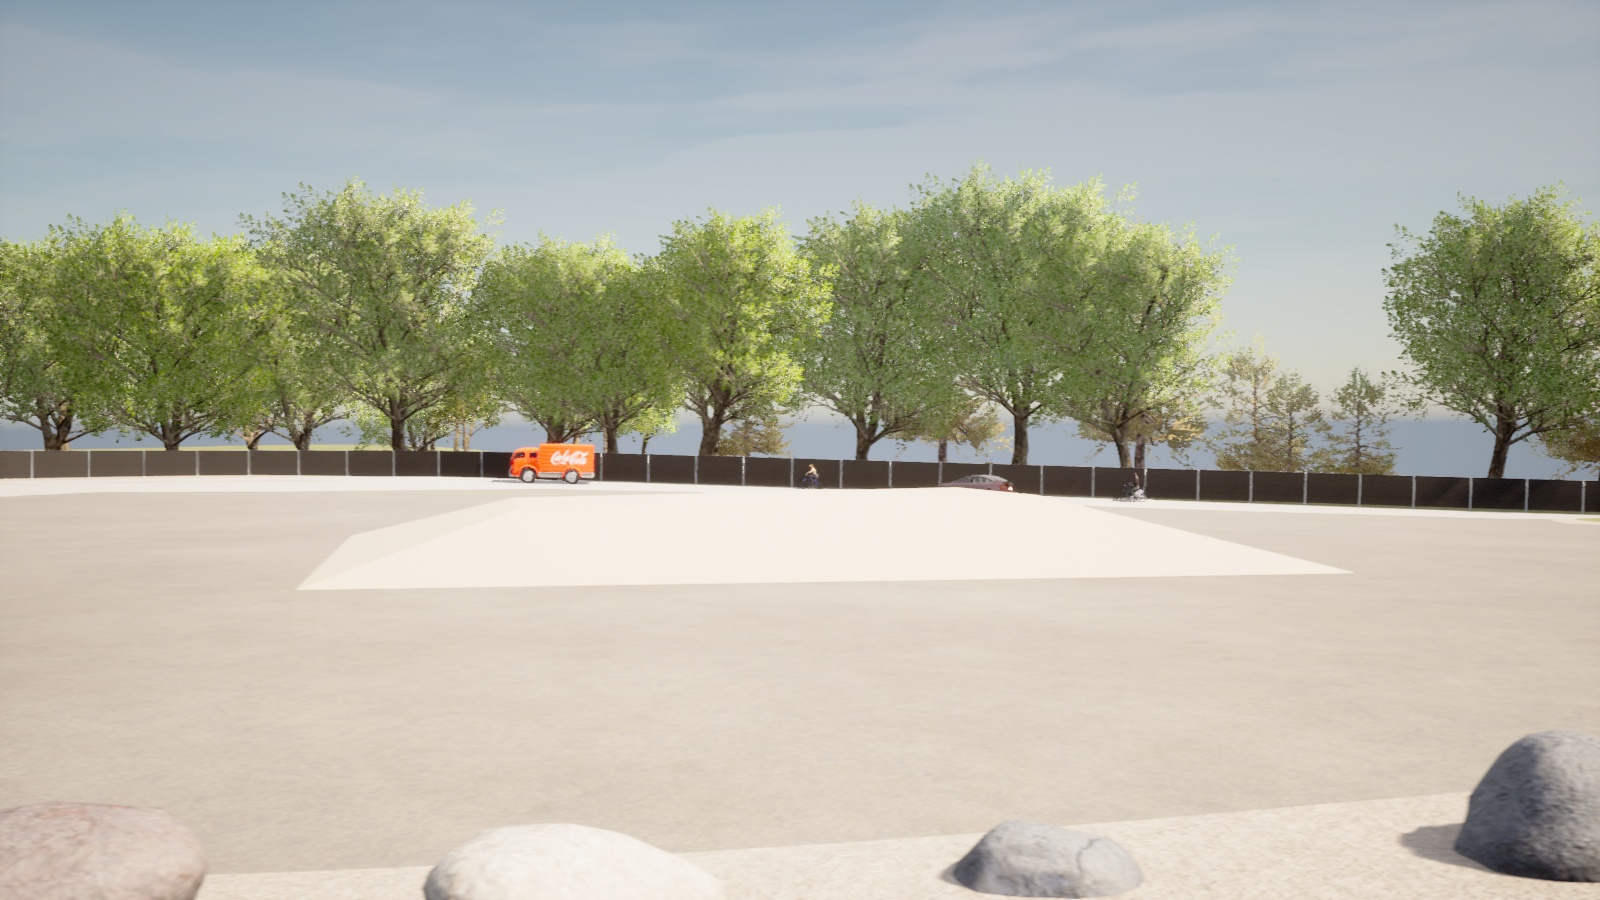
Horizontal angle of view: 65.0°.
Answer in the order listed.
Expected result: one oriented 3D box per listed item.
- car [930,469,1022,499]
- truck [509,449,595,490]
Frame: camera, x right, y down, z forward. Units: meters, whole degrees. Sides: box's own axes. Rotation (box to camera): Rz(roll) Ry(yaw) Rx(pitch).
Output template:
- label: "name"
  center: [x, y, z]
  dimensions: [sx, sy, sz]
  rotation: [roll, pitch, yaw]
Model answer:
- label: "car"
  center: [10.110, 1.919, 72.415]
  dimensions: [4.792, 1.488, 2.163]
  rotation: [1, 2, 37]
- label: "truck"
  center: [-15.538, 1.178, 78.757]
  dimensions: [5.204, 2.467, 2.627]
  rotation: [0, 1, -11]
